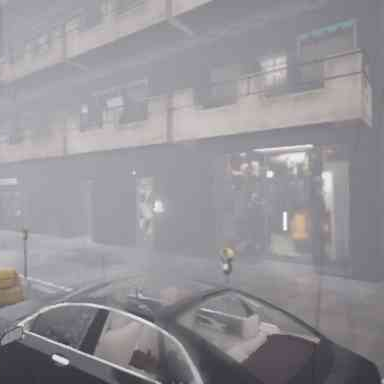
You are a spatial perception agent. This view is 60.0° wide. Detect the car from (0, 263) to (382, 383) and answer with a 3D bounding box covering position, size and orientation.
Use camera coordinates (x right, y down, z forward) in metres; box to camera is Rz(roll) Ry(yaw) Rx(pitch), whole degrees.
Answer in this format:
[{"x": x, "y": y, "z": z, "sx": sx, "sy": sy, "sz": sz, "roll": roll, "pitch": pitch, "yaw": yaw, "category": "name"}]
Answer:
[{"x": -0.580, "y": 1.542, "z": 3.301, "sx": 4.403, "sy": 1.369, "sz": 2.008, "roll": 0, "pitch": -1, "yaw": 35, "category": "car"}]
